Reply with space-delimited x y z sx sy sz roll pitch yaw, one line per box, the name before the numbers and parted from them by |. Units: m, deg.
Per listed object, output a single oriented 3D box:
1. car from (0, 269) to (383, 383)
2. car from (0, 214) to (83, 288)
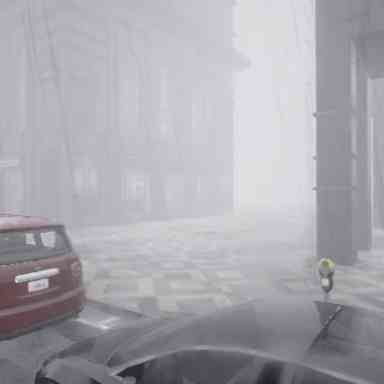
car | 0.583 1.566 2.552 4.313 1.339 1.947 0 0 35
car | -3.978 1.318 5.805 5.009 1.841 2.192 0 0 35
